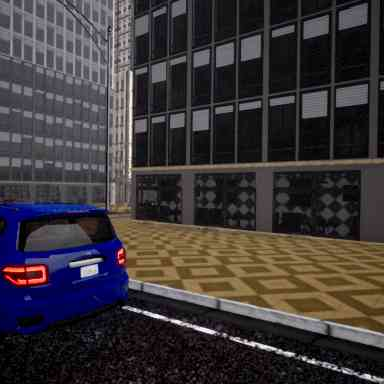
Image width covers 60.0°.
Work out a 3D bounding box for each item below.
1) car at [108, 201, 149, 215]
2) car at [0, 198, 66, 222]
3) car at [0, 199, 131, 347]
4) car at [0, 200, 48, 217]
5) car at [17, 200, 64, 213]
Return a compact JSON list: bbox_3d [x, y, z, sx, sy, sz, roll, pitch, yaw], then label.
[{"bbox_3d":[-7.308,1.830,38.711,1.752,1.417,4.829,1,0,36],"label":"car"},{"bbox_3d":[-14.106,1.519,29.500,2.192,1.841,5.009,1,0,36],"label":"car"},{"bbox_3d":[-3.659,1.218,6.292,5.566,2.045,2.150,0,0,35],"label":"car"},{"bbox_3d":[-17.745,1.618,34.305,2.128,1.511,4.902,1,0,36],"label":"car"},{"bbox_3d":[-17.603,1.643,38.875,1.752,1.417,4.829,1,0,36],"label":"car"}]
